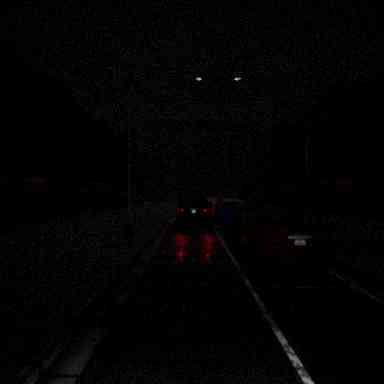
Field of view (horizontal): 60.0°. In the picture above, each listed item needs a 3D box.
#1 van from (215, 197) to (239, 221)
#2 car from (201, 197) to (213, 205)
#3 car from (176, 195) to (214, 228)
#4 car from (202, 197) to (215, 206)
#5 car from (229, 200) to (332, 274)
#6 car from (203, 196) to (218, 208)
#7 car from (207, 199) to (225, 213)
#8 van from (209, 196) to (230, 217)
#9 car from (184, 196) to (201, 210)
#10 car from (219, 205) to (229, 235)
[{"bbox_3d":[2.639,1.349,21.451,1.690,1.788,3.998,0,0,0],"label":"van"},{"bbox_3d":[2.647,1.571,59.780,2.008,1.369,4.403,0,0,0],"label":"car"},{"bbox_3d":[0.104,1.232,22.364,2.150,2.045,5.566,0,0,0],"label":"car"},{"bbox_3d":[2.646,1.544,54.475,1.752,1.417,4.829,0,0,0],"label":"car"},{"bbox_3d":[2.636,1.319,10.501,2.192,1.841,5.009,0,0,0],"label":"car"},{"bbox_3d":[2.644,1.457,48.829,1.967,1.590,4.097,0,0,0],"label":"car"},{"bbox_3d":[2.643,1.539,38.048,1.752,1.417,4.829,0,0,0],"label":"car"},{"bbox_3d":[2.641,1.353,32.402,1.690,1.788,3.998,0,0,0],"label":"van"},{"bbox_3d":[0.107,1.367,43.309,2.097,1.767,4.553,0,0,0],"label":"car"},{"bbox_3d":[2.638,1.557,15.976,2.008,1.369,4.403,0,0,0],"label":"car"}]
